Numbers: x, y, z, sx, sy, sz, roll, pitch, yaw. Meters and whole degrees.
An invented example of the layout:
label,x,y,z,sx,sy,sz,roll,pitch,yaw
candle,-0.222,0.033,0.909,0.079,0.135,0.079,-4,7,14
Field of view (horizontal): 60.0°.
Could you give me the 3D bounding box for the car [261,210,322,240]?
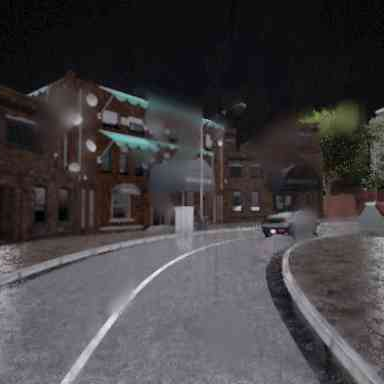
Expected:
label,x,y,z,sx,sy,sz,roll,pitch,yaw
car,5.663,1.787,18.627,1.837,1.490,4.892,-3,-3,41
